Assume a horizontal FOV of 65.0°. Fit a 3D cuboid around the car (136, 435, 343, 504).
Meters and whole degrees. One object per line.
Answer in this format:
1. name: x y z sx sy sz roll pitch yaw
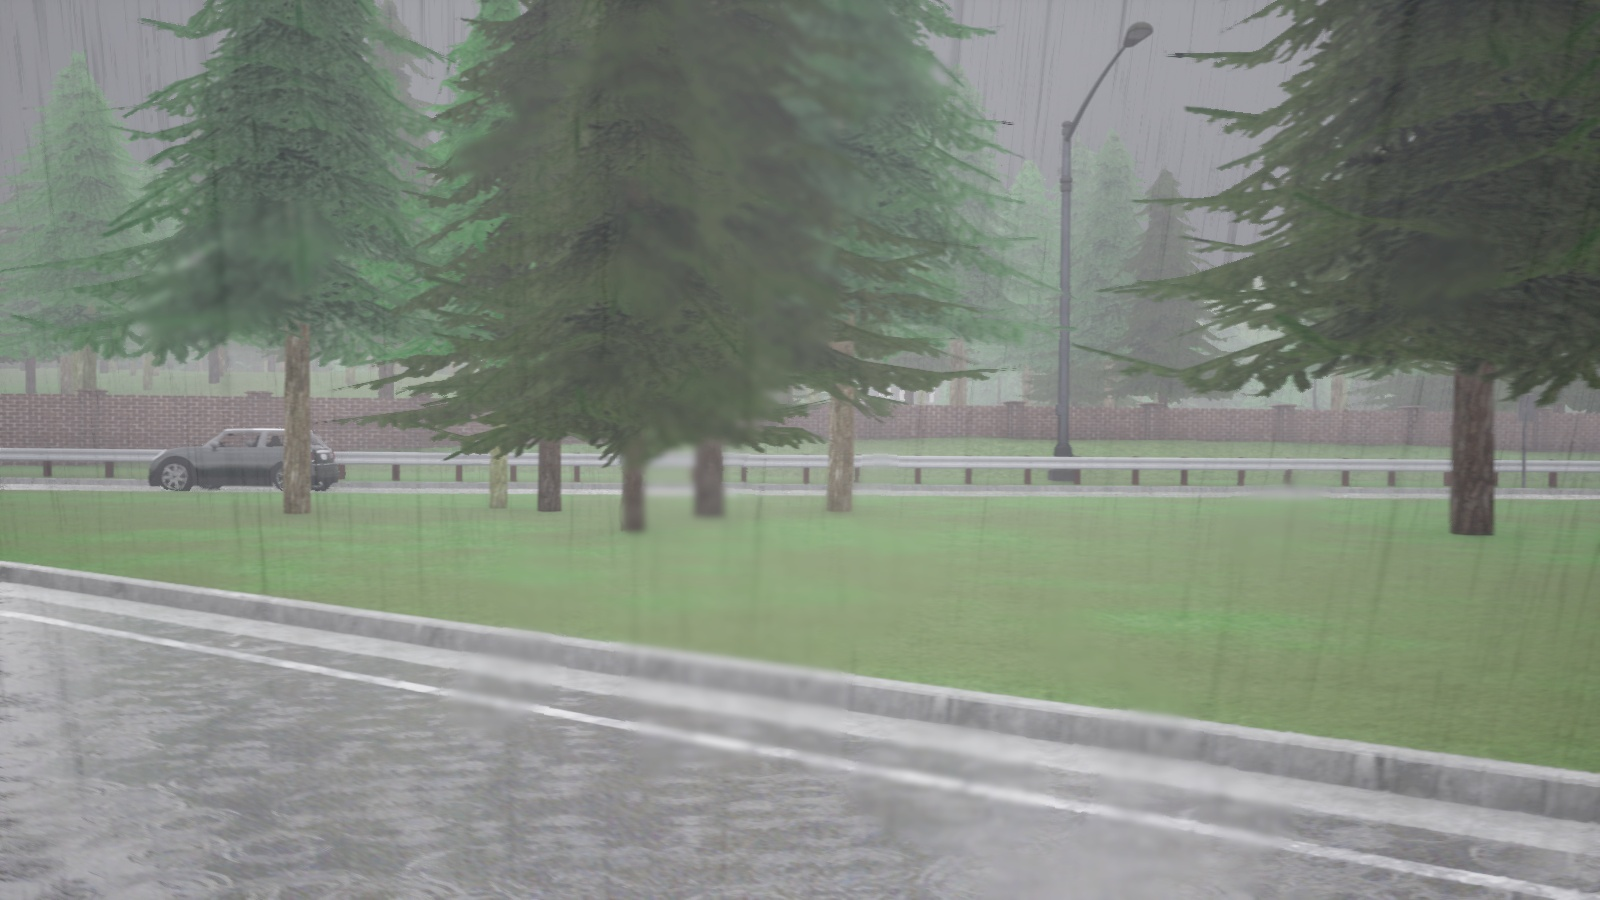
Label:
1. car: -12.704 0.417 28.643 3.806 1.475 1.970 -1 1 0
